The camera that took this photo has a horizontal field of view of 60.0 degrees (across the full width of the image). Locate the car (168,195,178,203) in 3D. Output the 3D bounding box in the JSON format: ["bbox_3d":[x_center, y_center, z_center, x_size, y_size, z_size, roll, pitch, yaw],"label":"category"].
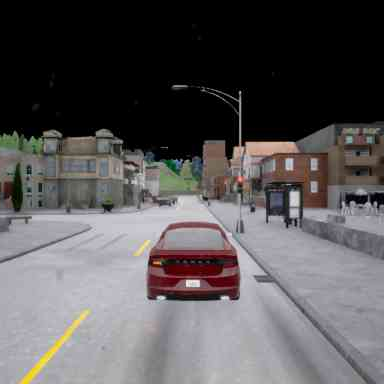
[{"bbox_3d":[-4.015,1.500,71.640,1.837,1.490,4.892,0,0,0],"label":"car"}]

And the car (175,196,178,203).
[{"bbox_3d":[-4.072,1.601,61.273,1.895,1.301,4.718,0,0,0],"label":"car"}]

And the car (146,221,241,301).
[{"bbox_3d":[0.048,1.478,8.396,1.882,1.535,5.008,0,0,1],"label":"car"}]

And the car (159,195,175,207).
[{"bbox_3d":[-4.110,1.505,51.968,1.837,1.490,4.892,0,0,0],"label":"car"}]
